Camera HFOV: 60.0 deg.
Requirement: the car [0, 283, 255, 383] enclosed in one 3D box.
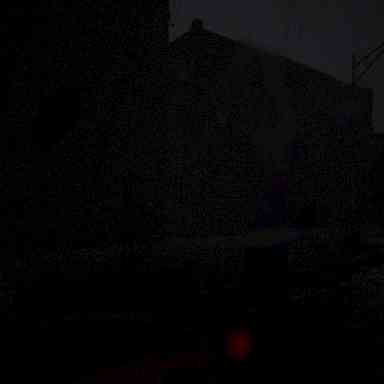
[{"bbox_3d":[-1.459,1.565,2.645,4.181,1.385,1.994,0,0,-36],"label":"car"}]
